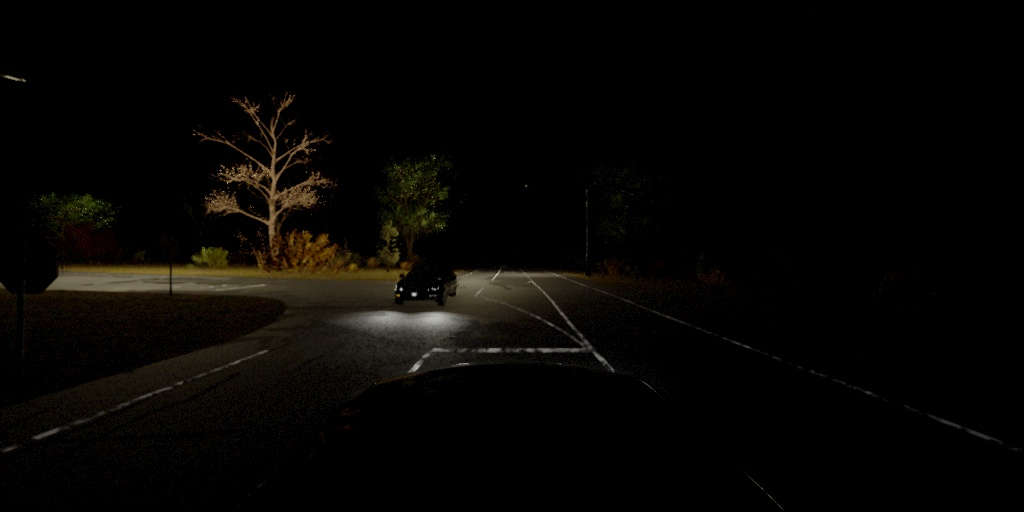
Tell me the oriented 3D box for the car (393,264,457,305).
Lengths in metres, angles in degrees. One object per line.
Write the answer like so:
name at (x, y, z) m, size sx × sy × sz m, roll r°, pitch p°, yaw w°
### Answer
car at (-3.486, 1.113, 15.210) m, size 1.837 × 1.490 × 4.892 m, roll 1°, pitch 0°, yaw 0°
